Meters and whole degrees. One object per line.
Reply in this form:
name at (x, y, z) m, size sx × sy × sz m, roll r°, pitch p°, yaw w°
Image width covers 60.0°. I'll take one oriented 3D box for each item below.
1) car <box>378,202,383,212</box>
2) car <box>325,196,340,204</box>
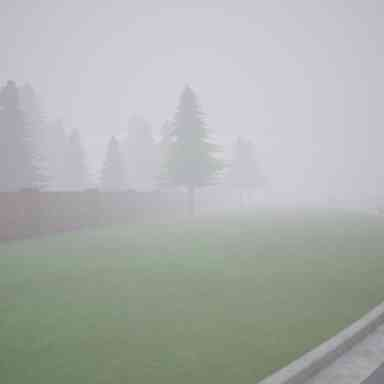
car at (19.888, 1.360, 32.562) m, size 1.812 × 1.442 × 4.674 m, roll -1°, pitch 0°, yaw 11°
car at (25.570, 1.425, 60.567) m, size 2.033 × 1.411 × 5.357 m, roll -1°, pitch 0°, yaw 13°
